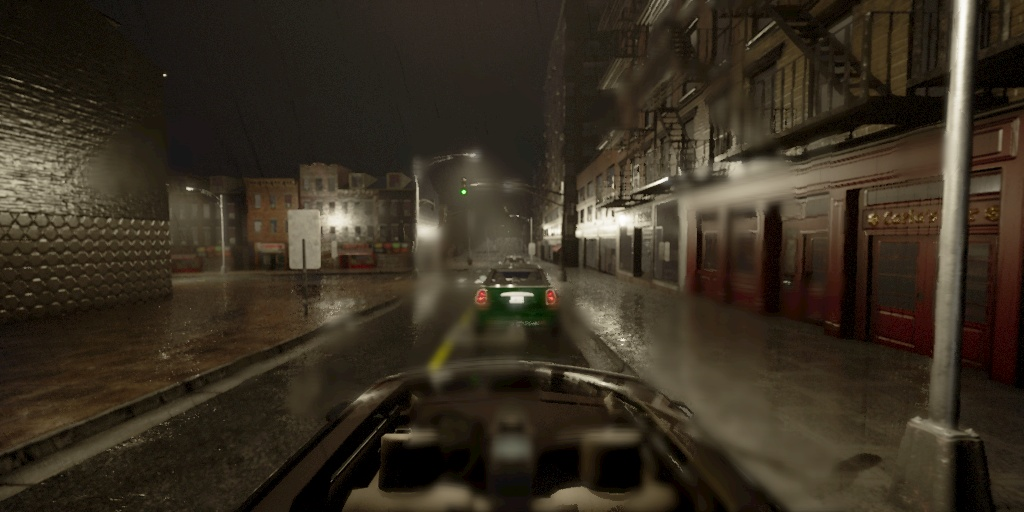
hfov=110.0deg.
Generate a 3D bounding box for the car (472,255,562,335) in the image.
[{"bbox_3d":[0.124,0.976,10.197,2.097,1.767,4.553,0,1,0],"label":"car"}]
